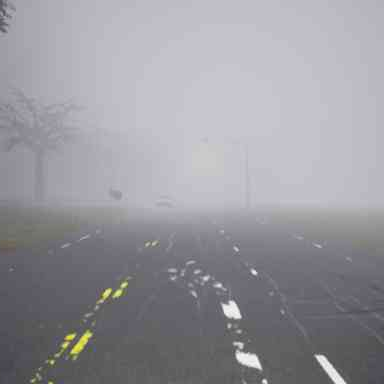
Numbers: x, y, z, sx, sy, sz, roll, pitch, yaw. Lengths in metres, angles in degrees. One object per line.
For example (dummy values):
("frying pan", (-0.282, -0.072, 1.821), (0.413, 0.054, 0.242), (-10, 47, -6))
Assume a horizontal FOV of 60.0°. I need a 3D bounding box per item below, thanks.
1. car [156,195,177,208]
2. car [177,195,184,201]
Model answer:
("car", (-3.544, 1.201, 43.990), (2.097, 1.767, 4.553), (1, -1, 0))
("car", (-3.671, 1.544, 87.385), (1.882, 1.535, 5.008), (0, 0, 0))
